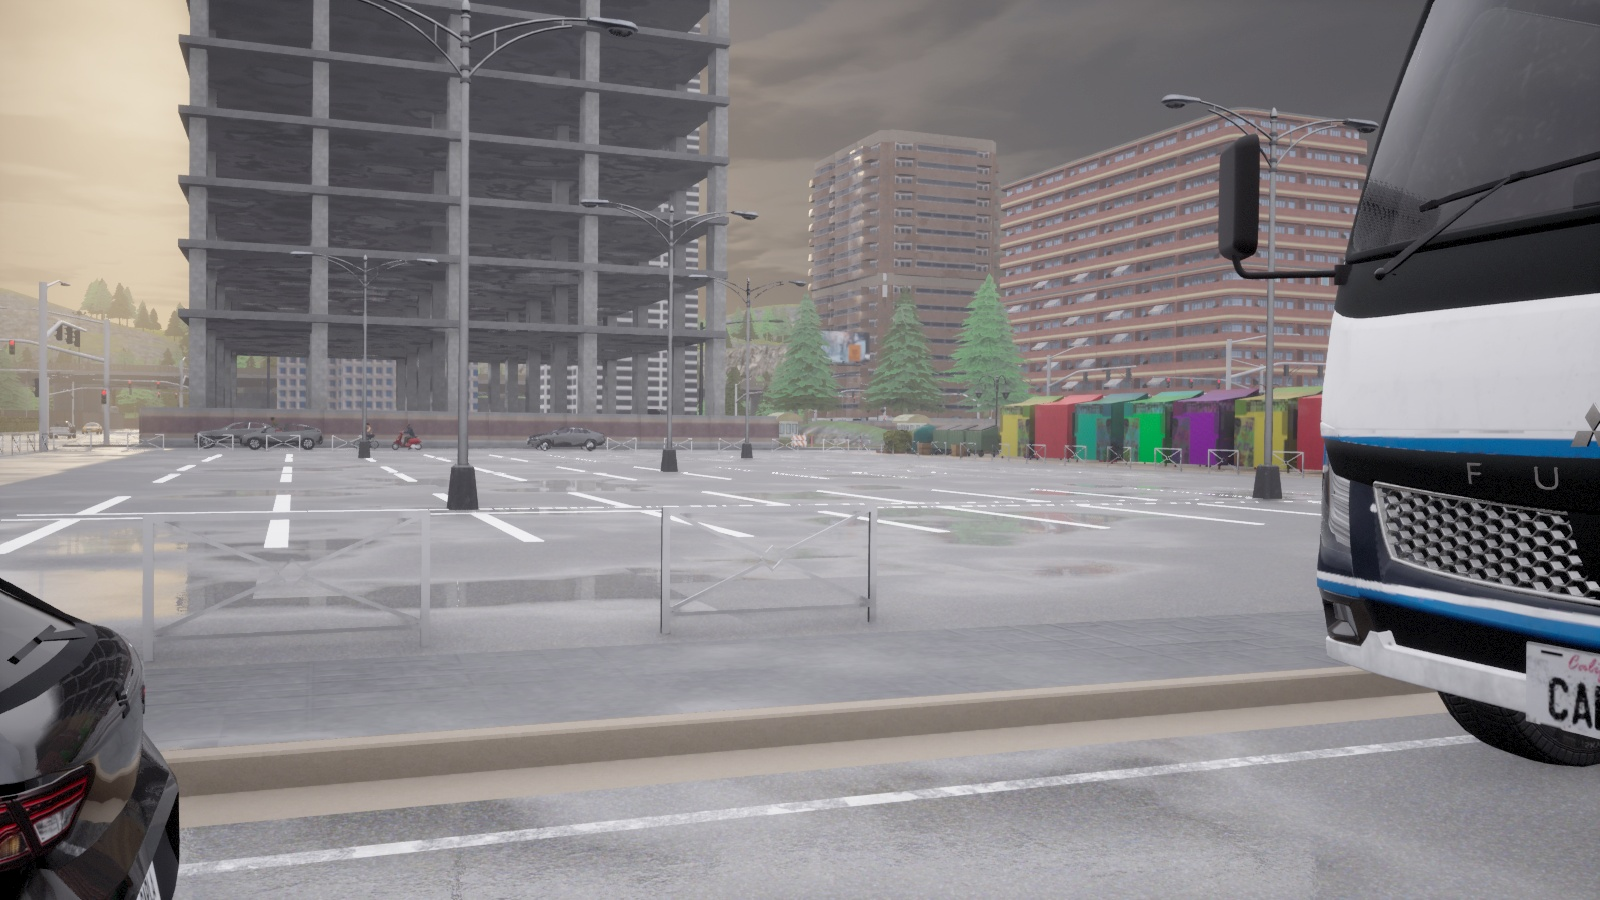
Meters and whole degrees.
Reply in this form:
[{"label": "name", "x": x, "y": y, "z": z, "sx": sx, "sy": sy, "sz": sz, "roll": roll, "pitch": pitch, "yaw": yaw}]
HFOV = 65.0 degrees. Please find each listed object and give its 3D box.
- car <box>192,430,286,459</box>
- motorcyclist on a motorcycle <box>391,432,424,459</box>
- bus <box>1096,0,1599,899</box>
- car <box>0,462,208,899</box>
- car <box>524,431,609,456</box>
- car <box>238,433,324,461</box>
[{"label": "car", "x": -33.451, "y": -0.338, "z": 75.023, "sx": 5.027, "sy": 1.651, "sz": 2.152, "roll": -1, "pitch": 1, "yaw": -22}, {"label": "motorcyclist on a motorcycle", "x": -23.535, "y": -0.275, "z": 75.304, "sx": 1.817, "sy": 1.590, "sz": 0.866, "roll": -1, "pitch": 1, "yaw": -22}, {"label": "bus", "x": 6.891, "y": -0.747, "z": 5.803, "sx": 10.273, "sy": 4.253, "sz": 3.944, "roll": -1, "pitch": 1, "yaw": -20}, {"label": "car", "x": -3.322, "y": 0.815, "z": 1.970, "sx": 4.193, "sy": 1.474, "sz": 1.816, "roll": -1, "pitch": 1, "yaw": -21}, {"label": "car", "x": -14.696, "y": -0.426, "z": 78.923, "sx": 4.902, "sy": 1.511, "sz": 2.128, "roll": -1, "pitch": 1, "yaw": -22}, {"label": "car", "x": -29.989, "y": -0.169, "z": 72.661, "sx": 4.514, "sy": 1.525, "sz": 2.007, "roll": -1, "pitch": 1, "yaw": -22}]
